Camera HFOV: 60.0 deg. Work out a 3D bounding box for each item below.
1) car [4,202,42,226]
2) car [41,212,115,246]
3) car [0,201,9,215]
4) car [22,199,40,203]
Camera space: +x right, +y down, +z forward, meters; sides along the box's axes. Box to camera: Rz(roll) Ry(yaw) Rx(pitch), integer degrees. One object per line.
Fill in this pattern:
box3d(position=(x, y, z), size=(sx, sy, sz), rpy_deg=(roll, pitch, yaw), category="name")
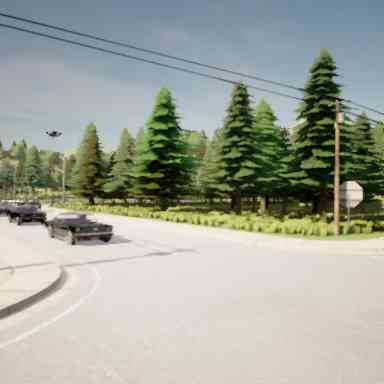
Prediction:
box3d(position=(-12.137, 1.664, 24.434), size=(1.895, 1.301, 4.718), rpy_deg=(1, 0, -38), category="car")
box3d(position=(-5.506, 1.677, 16.030), size=(1.895, 1.301, 4.718), rpy_deg=(1, 0, -38), category="car")
box3d(position=(-18.653, 1.599, 32.701), size=(2.033, 1.411, 5.357), rpy_deg=(1, 0, -39), category="car")
box3d(position=(-19.205, 1.577, 39.367), size=(2.128, 1.511, 4.902), rpy_deg=(1, 0, -38), category="car")
